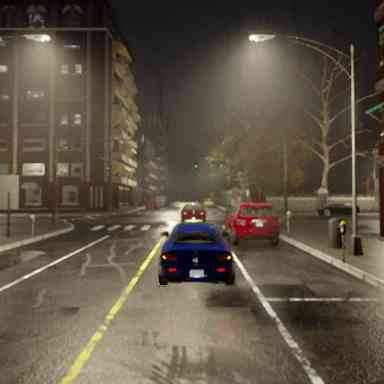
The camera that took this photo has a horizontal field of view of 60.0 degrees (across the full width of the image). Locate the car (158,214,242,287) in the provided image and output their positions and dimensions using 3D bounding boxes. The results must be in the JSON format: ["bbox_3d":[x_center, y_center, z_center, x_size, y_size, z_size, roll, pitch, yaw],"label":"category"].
[{"bbox_3d":[0.110,1.583,9.406,1.812,1.442,4.674,0,0,0],"label":"car"}]

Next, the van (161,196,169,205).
[{"bbox_3d":[-5.629,1.715,59.324,1.690,1.788,3.998,1,0,0],"label":"van"}]

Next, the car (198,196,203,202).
[{"bbox_3d":[2.755,1.998,70.385,2.008,1.369,4.403,1,0,0],"label":"car"}]

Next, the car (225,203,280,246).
[{"bbox_3d":[2.719,1.411,15.744,2.192,1.841,5.009,1,0,0],"label":"car"}]

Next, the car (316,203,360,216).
[{"bbox_3d":[15.238,1.804,34.765,4.313,1.339,1.947,0,-1,1],"label":"car"}]

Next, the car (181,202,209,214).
[{"bbox_3d":[0.113,1.686,26.733,1.895,1.301,4.718,0,-1,0],"label":"car"}]

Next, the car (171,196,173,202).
[{"bbox_3d":[-5.625,2.029,70.399,1.802,1.307,4.206,1,0,0],"label":"car"}]

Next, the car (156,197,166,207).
[{"bbox_3d":[-5.638,1.920,53.783,1.802,1.307,4.206,1,0,0],"label":"car"}]

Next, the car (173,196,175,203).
[{"bbox_3d":[-5.621,2.035,75.938,2.008,1.369,4.403,1,0,0],"label":"car"}]

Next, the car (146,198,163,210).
[{"bbox_3d":[-5.642,1.884,48.246,1.802,1.307,4.206,1,0,0],"label":"car"}]

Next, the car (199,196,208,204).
[{"bbox_3d":[2.767,1.837,81.463,2.192,1.841,5.009,1,0,0],"label":"car"}]

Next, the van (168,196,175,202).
[{"bbox_3d":[-5.605,1.939,92.554,1.690,1.788,3.998,1,0,0],"label":"van"}]

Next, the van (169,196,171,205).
[{"bbox_3d":[-5.625,1.751,64.862,1.690,1.788,3.998,1,0,0],"label":"van"}]

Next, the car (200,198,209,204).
[{"bbox_3d":[2.758,2.051,75.924,1.947,1.339,4.313,1,0,0],"label":"car"}]

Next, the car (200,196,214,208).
[{"bbox_3d":[2.743,1.864,53.942,1.752,1.417,4.829,1,0,0],"label":"car"}]

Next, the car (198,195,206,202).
[{"bbox_3d":[2.775,1.914,92.538,2.192,1.841,5.009,1,0,0],"label":"car"}]

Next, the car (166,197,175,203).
[{"bbox_3d":[-5.613,2.111,87.015,2.008,1.369,4.403,1,0,0],"label":"car"}]
